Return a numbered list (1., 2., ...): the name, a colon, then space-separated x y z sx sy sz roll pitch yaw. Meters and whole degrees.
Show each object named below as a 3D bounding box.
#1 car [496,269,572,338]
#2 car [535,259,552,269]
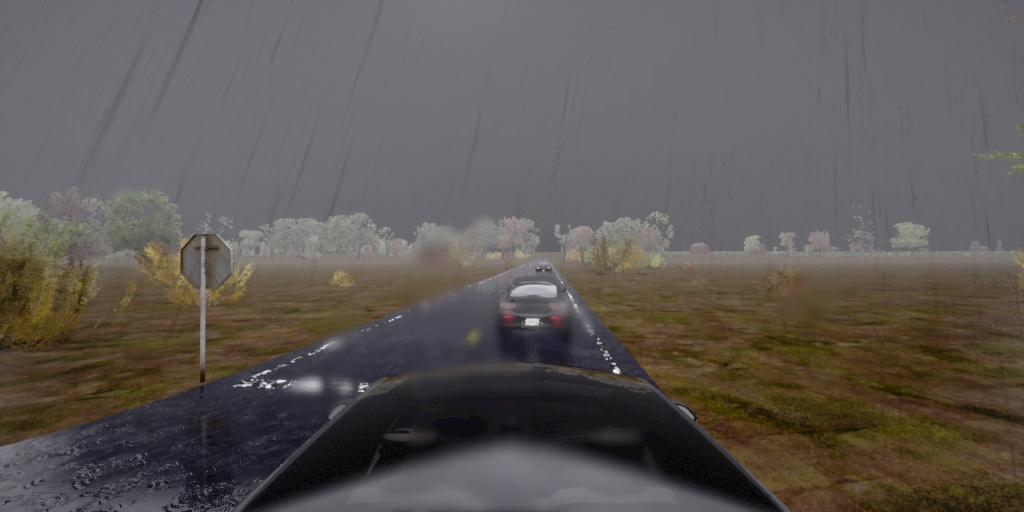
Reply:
1. car: 0.673 1.276 10.142 1.812 1.442 4.674 0 0 5
2. car: 3.758 1.348 42.429 1.895 1.301 4.718 0 0 6
